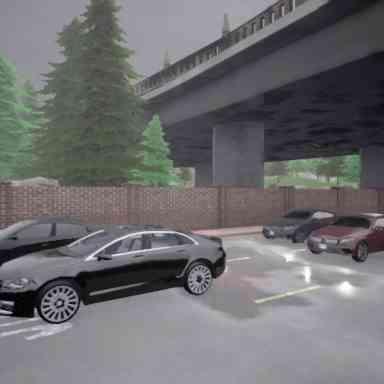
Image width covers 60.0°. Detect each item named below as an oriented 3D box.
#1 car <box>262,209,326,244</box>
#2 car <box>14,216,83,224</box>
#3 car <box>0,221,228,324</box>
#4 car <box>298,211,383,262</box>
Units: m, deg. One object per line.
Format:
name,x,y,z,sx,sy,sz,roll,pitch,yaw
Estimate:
car,5.457,1.540,15.916,4.674,1.442,1.812,0,0,-33
car,-4.396,1.479,9.508,5.008,1.535,1.882,0,0,-32
car,-1.487,1.494,7.184,4.902,1.511,2.128,0,0,-33
car,6.265,1.538,12.261,4.674,1.442,1.812,0,0,-33
